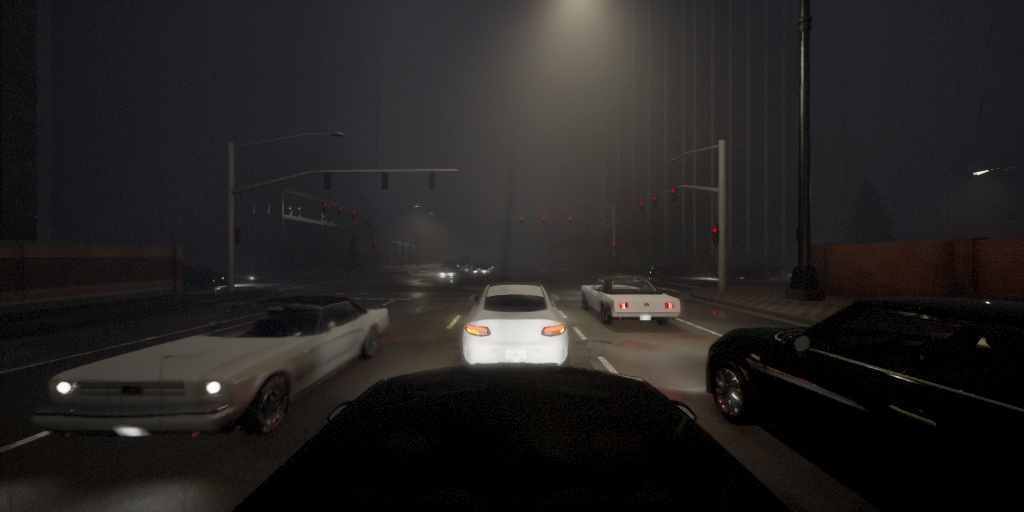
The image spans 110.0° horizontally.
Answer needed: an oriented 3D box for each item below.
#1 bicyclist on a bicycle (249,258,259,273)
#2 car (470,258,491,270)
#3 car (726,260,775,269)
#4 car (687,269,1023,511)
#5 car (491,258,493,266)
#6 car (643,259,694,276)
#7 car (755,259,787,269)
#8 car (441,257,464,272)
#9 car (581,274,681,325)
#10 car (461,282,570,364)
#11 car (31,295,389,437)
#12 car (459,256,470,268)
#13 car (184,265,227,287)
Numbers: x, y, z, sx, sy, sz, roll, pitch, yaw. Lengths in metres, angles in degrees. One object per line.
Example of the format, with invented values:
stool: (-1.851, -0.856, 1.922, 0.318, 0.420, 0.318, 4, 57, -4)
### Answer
bicyclist on a bicycle: (-28.409, 1.051, 39.501, 0.582, 1.620, 1.656, 0, 0, -1)
car: (-4.424, 1.314, 50.805, 1.994, 1.385, 4.181, 0, 0, -1)
car: (20.189, 1.314, 31.681, 4.181, 1.385, 1.994, 0, 0, -1)
car: (3.599, 1.102, 2.881, 2.097, 1.767, 4.553, 0, 0, 0)
car: (-4.547, 1.276, 59.420, 1.812, 1.442, 4.674, 0, 0, -1)
car: (15.338, 1.102, 35.136, 4.553, 1.767, 2.097, 0, 0, 0)
car: (24.230, 1.102, 35.218, 4.553, 1.767, 2.097, 0, 0, 0)
car: (-7.892, 1.241, 46.239, 2.128, 1.511, 4.902, 0, 0, 1)
car: (3.563, 1.351, 11.783, 1.895, 1.301, 4.718, 0, 0, 0)
car: (0.059, 1.276, 7.566, 1.812, 1.442, 4.674, 0, 0, 0)
car: (-3.604, 1.351, 5.597, 1.895, 1.301, 4.718, 0, 0, 0)
car: (-8.051, 0.971, 59.887, 2.150, 2.045, 5.566, 0, 0, -1)
car: (-21.418, 1.314, 24.081, 4.181, 1.385, 1.994, 0, 0, 0)
